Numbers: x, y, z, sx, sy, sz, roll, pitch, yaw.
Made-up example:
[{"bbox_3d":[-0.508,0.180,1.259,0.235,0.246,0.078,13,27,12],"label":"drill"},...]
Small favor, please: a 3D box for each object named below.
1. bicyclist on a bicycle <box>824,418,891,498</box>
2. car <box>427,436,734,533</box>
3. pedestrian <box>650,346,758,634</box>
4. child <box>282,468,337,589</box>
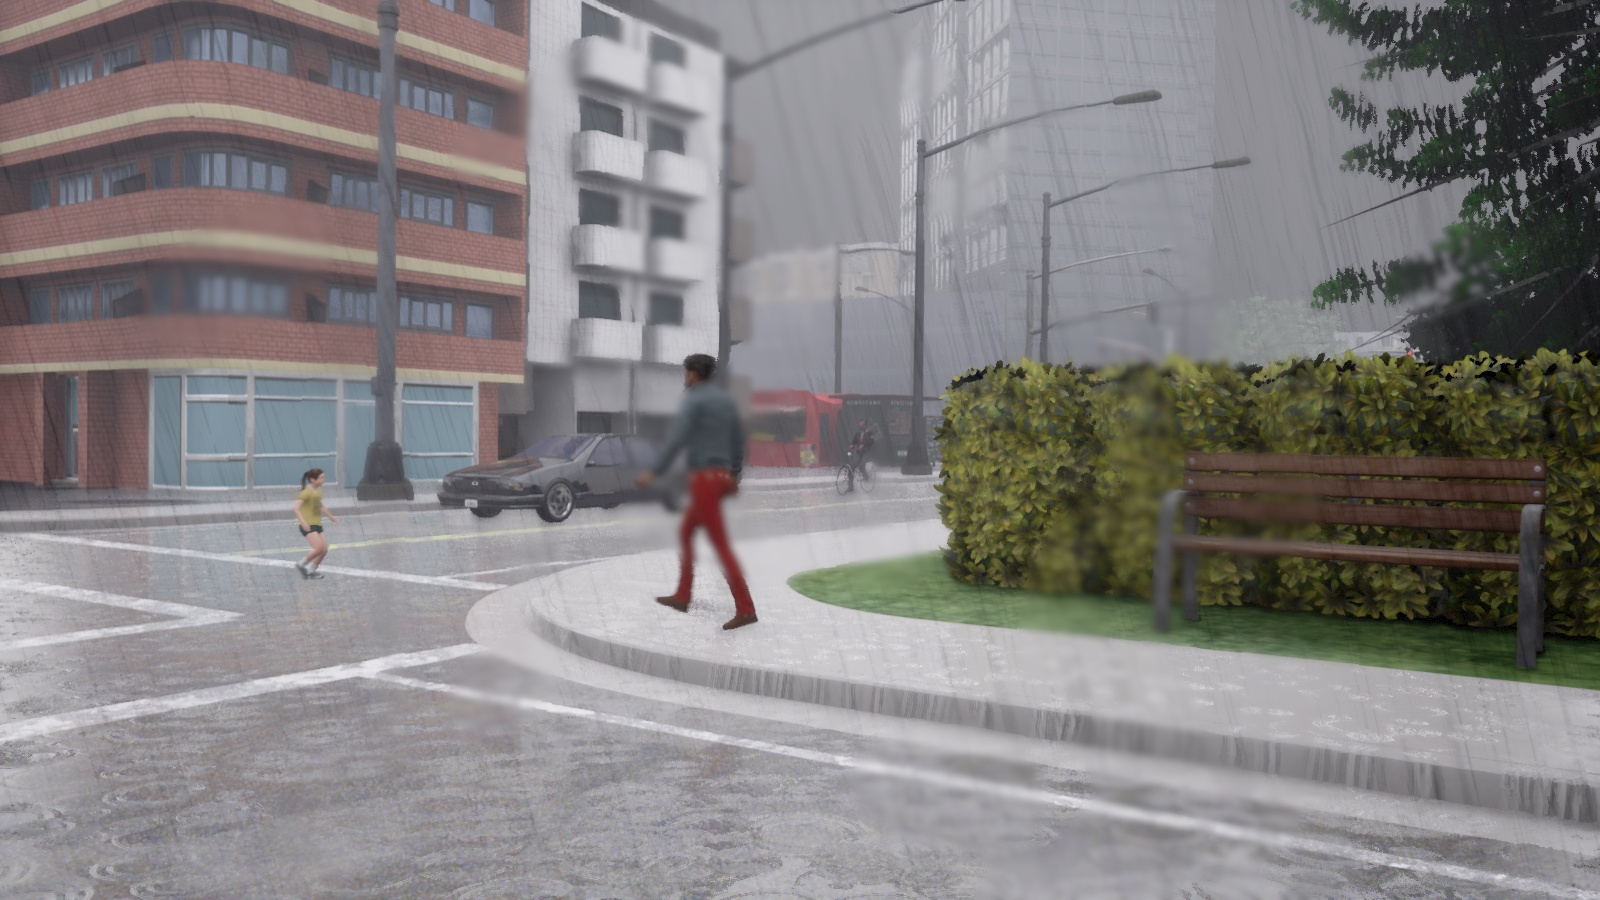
[{"bbox_3d":[1.339,0.160,28.806,0.659,1.776,1.843,0,1,34],"label":"bicyclist on a bicycle"},{"bbox_3d":[-3.556,0.480,21.507,2.033,1.411,5.357,0,1,34],"label":"car"},{"bbox_3d":[-0.642,0.256,8.364,0.614,1.847,0.353,0,1,32],"label":"pedestrian"},{"bbox_3d":[-4.578,0.727,11.732,0.394,1.110,0.255,0,1,7],"label":"child"}]
